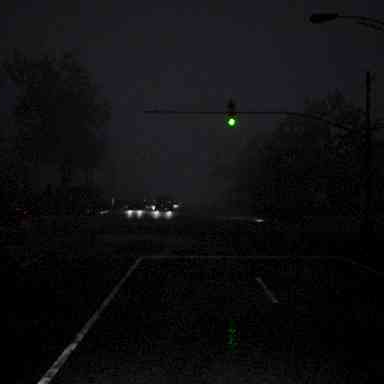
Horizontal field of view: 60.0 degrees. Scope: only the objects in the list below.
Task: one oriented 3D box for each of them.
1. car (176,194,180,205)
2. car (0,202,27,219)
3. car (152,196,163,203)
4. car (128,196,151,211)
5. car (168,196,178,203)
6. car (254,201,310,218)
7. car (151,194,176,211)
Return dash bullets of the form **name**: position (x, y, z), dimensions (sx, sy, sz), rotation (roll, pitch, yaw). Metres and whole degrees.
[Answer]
- **car**: position (-3.805, 1.497, 61.592), dimensions (2.097, 1.767, 4.553), rotation (0, 0, -1)
- **car**: position (-16.975, 1.613, 29.104), dimensions (4.674, 1.442, 1.812), rotation (0, 0, -3)
- **car**: position (-7.604, 1.642, 72.996), dimensions (2.128, 1.511, 4.902), rotation (0, 0, -3)
- **car**: position (-7.198, 1.676, 44.175), dimensions (2.033, 1.411, 5.357), rotation (0, 0, 0)
- **car**: position (-4.319, 1.616, 76.679), dimensions (2.128, 1.511, 4.902), rotation (0, 0, -3)
- **car**: position (8.226, 1.574, 30.588), dimensions (5.008, 1.535, 1.882), rotation (0, 0, -3)
- **car**: position (-3.716, 1.343, 44.353), dimensions (2.150, 2.045, 5.566), rotation (0, 1, 0)
